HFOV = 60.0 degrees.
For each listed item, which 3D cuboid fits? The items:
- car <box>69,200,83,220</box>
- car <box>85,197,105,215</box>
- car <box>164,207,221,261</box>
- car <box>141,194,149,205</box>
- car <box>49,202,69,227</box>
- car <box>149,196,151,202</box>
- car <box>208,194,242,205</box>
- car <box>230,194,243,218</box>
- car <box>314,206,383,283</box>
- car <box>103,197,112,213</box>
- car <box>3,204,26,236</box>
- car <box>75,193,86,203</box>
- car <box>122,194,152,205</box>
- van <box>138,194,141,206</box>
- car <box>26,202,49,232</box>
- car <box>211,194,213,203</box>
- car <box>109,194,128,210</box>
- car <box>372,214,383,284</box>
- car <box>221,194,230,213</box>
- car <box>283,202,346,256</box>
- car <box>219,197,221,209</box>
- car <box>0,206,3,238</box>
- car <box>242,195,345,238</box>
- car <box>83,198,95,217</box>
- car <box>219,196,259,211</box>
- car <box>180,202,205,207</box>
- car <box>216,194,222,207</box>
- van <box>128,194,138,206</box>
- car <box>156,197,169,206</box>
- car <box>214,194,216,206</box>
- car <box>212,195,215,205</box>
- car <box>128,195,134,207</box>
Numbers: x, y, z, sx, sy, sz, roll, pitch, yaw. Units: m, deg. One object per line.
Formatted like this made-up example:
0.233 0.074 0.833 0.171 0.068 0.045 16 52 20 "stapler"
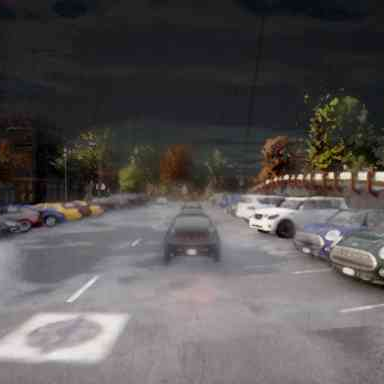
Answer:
-11.186 1.543 24.910 5.366 1.575 1.946 -1 0 -20 "car"
-11.180 1.556 30.828 5.366 1.575 1.946 -1 0 -20 "car"
0.022 1.534 12.375 1.837 1.490 4.892 0 0 1 "car"
-10.969 1.361 57.545 5.566 2.045 2.435 -1 0 -20 "car"
-11.015 1.537 22.014 5.008 1.535 2.097 -1 0 -20 "car"
-10.966 1.366 60.504 5.566 2.045 2.435 -1 0 -20 "car"
5.983 1.365 60.319 5.566 2.045 2.435 1 0 -20 "car"
5.963 1.289 24.043 5.566 2.045 2.435 1 0 -20 "car"
5.951 1.381 8.930 4.553 1.767 2.185 1 0 -20 "car"
-10.984 1.593 33.874 4.792 1.488 2.163 -1 0 -20 "car"
-11.025 1.526 16.099 4.892 1.521 2.231 -1 0 -20 "car"
-26.653 1.407 79.769 2.435 2.045 5.566 0 1 -19 "car"
-11.006 1.378 66.388 5.566 2.045 2.435 -1 0 -20 "car"
-11.103 1.382 54.527 4.442 1.987 1.878 -1 0 -20 "van"
-11.044 1.561 19.048 4.792 1.488 2.163 -1 0 -20 "car"
5.989 1.479 54.260 4.553 1.767 2.185 1 0 -20 "car"
-11.032 1.458 42.725 4.553 1.767 2.185 -1 0 -20 "car"
5.888 1.373 5.892 4.553 1.767 2.185 1 0 -20 "car"
5.906 1.301 30.072 5.566 2.045 2.435 1 0 -20 "car"
5.947 1.388 11.957 4.553 1.767 2.185 1 0 -20 "car"
5.763 1.554 33.034 5.366 1.575 1.946 1 0 -20 "car"
-10.855 1.513 13.216 5.366 1.575 1.946 -1 0 -20 "car"
5.903 1.275 17.976 5.566 2.045 2.435 1 0 -20 "car"
-11.013 1.550 27.944 5.008 1.535 2.097 -1 0 -20 "car"
5.917 1.453 42.160 4.553 1.767 2.185 1 0 -20 "car"
0.033 1.553 27.345 2.128 1.511 4.902 0 0 1 "car"
5.970 1.315 36.134 5.566 2.045 2.435 1 0 -20 "car"
-11.106 1.377 51.568 4.442 1.987 1.878 -1 0 -20 "van"
-5.050 1.649 56.794 1.812 1.442 4.674 0 0 0 "car"
5.911 1.460 45.189 4.553 1.767 2.185 1 0 -20 "car"
5.957 1.593 48.209 4.892 1.521 2.231 1 0 -20 "car"
-10.998 1.590 45.700 4.892 1.521 2.231 -1 0 -20 "car"
